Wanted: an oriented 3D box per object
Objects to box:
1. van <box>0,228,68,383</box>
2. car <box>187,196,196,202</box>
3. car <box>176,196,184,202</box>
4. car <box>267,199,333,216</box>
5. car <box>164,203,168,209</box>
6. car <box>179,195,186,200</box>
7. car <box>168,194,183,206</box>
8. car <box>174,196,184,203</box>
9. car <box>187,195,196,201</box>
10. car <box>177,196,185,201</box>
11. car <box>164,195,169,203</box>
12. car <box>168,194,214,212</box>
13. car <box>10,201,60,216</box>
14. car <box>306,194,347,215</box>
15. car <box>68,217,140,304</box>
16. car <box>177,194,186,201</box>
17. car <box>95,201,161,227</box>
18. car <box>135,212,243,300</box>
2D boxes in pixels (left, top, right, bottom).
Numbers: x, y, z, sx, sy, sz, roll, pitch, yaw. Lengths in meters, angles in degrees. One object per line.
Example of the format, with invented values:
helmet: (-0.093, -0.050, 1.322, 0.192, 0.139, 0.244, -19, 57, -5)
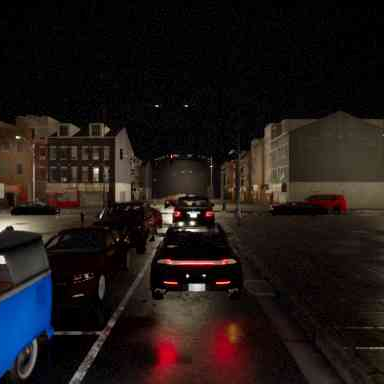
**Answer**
van: (-2.647, 1.341, 2.735, 1.690, 1.788, 3.998, 0, 0, 0)
car: (-0.084, 1.648, 76.193, 1.895, 1.301, 4.718, 0, 0, 0)
car: (-2.730, 1.589, 77.838, 1.752, 1.417, 4.829, 0, 0, 0)
car: (9.765, 1.580, 30.877, 5.357, 1.411, 2.033, 0, 0, 0)
car: (-2.664, 1.546, 19.036, 1.887, 1.381, 4.507, 0, 0, 0)
car: (-2.749, 1.536, 94.288, 1.967, 1.590, 4.097, 0, 0, 0)
car: (-2.707, 1.344, 56.300, 2.192, 1.841, 5.009, 0, 0, 0)
car: (-2.724, 1.605, 72.580, 2.008, 1.369, 4.403, 0, 0, 0)
car: (-0.095, 1.436, 86.166, 2.128, 1.511, 4.902, 0, 0, 0)
car: (-2.736, 1.640, 83.434, 1.947, 1.339, 4.313, 0, 0, 0)
car: (-2.695, 1.333, 45.446, 2.192, 1.841, 5.009, 0, 0, 0)
car: (0.079, 1.223, 18.557, 2.150, 2.045, 5.566, 0, 0, 0)
car: (-14.487, 1.571, 30.891, 4.181, 1.385, 1.994, 0, 0, 0)
car: (12.803, 1.238, 33.823, 5.566, 2.045, 2.150, 0, 0, 0)
car: (-2.652, 1.544, 8.169, 1.887, 1.381, 4.507, 0, 0, 0)
car: (-2.744, 1.399, 88.861, 2.192, 1.841, 5.009, 0, 0, 0)
car: (-2.659, 1.315, 13.603, 2.192, 1.841, 5.009, 0, 0, 0)
car: (0.089, 1.491, 8.364, 2.128, 1.511, 4.902, 0, 0, 0)
